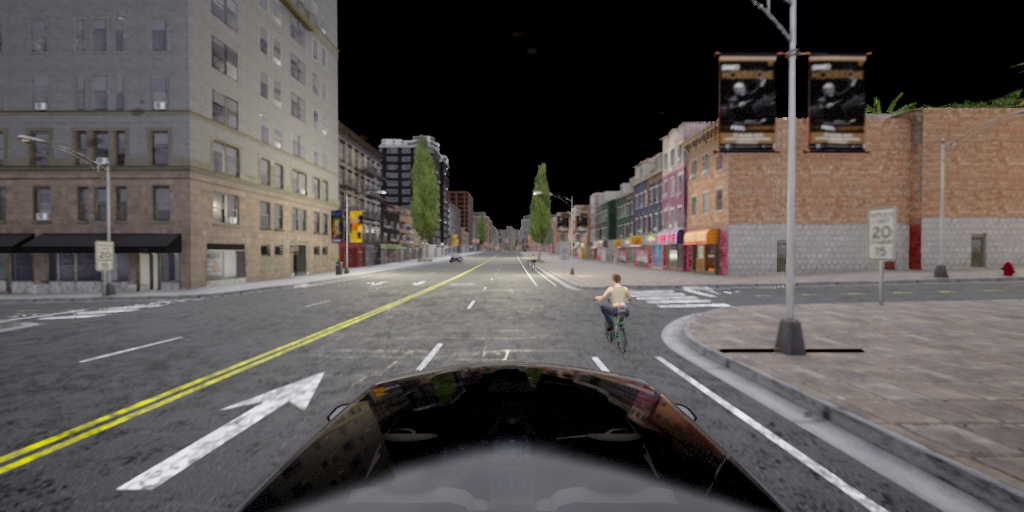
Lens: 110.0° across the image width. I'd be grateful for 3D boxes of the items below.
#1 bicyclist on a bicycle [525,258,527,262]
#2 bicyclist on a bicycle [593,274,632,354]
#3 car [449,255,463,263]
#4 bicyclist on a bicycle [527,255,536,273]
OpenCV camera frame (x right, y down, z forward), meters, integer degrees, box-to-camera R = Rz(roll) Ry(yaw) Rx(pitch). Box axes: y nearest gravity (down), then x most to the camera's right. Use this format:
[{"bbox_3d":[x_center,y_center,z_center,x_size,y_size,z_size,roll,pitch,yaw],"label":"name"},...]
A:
[{"bbox_3d":[2.251,0.724,49.593,0.866,1.612,1.509,0,1,0],"label":"bicyclist on a bicycle"},{"bbox_3d":[2.231,1.185,7.762,0.866,1.612,1.509,0,0,0],"label":"bicyclist on a bicycle"},{"bbox_3d":[-9.749,0.547,63.335,2.033,1.411,5.357,0,1,0],"label":"car"},{"bbox_3d":[2.253,0.882,38.229,0.659,1.776,1.843,0,1,0],"label":"bicyclist on a bicycle"}]
